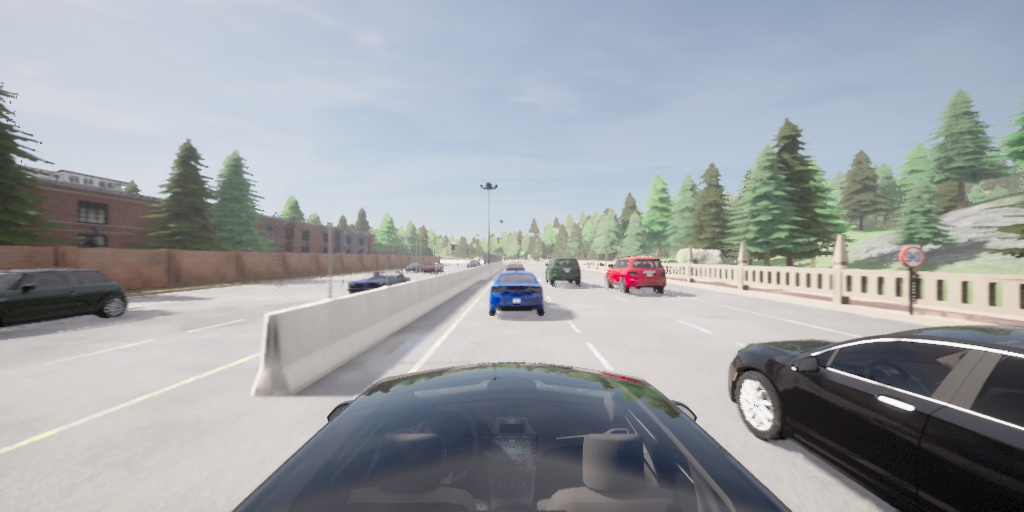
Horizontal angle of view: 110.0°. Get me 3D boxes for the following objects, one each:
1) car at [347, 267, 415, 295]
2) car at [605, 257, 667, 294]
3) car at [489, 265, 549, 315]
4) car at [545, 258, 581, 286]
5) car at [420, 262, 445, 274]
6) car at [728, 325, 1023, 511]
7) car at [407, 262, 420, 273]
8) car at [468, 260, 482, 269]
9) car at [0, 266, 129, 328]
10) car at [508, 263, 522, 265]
[{"bbox_3d":[-6.989,1.461,19.387,1.895,1.301,4.718,0,0,0],"label":"car"},{"bbox_3d":[7.226,1.097,21.425,2.150,2.045,5.566,0,0,0],"label":"car"},{"bbox_3d":[0.171,1.305,14.031,1.882,1.535,5.008,0,0,0],"label":"car"},{"bbox_3d":[3.769,1.131,26.982,2.150,2.045,5.566,0,0,0],"label":"car"},{"bbox_3d":[-10.251,1.636,47.213,1.895,1.301,4.718,0,0,1],"label":"car"},{"bbox_3d":[3.603,1.261,2.506,1.837,1.490,4.892,0,0,0],"label":"car"},{"bbox_3d":[-13.706,1.586,51.263,1.812,1.442,4.674,0,0,1],"label":"car"},{"bbox_3d":[-6.545,1.533,63.973,2.097,1.767,4.553,0,0,0],"label":"car"},{"bbox_3d":[-14.060,1.154,10.148,2.097,1.767,4.553,0,0,0],"label":"car"},{"bbox_3d":[0.331,1.435,34.862,1.882,1.535,5.008,0,0,0],"label":"car"}]
